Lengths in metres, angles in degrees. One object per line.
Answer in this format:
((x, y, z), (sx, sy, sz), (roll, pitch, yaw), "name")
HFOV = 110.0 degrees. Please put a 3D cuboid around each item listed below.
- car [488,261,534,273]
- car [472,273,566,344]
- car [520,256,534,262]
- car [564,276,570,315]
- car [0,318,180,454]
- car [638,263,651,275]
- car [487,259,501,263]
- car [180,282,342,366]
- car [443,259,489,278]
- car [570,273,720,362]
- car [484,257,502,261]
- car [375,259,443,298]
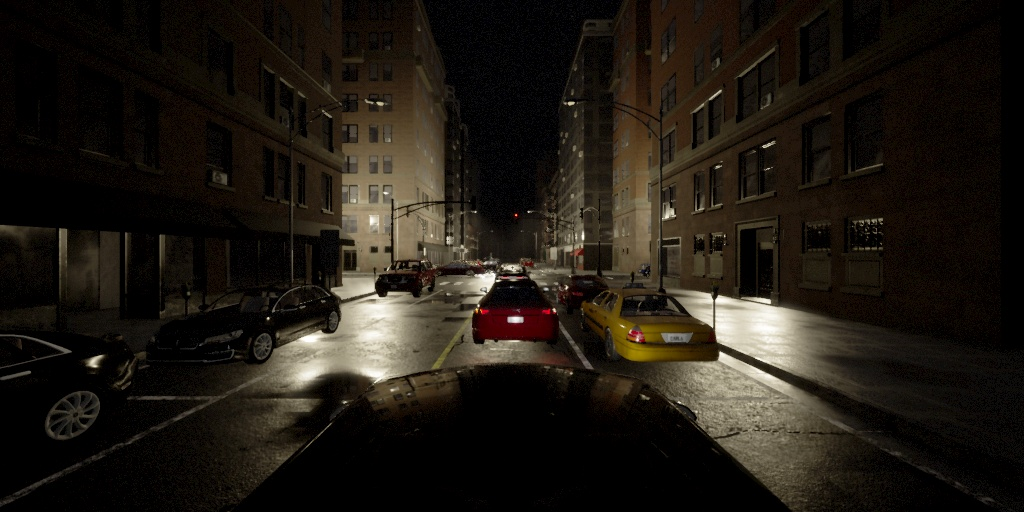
((0.035, 1.239, 19.440), (2.128, 1.511, 4.902), (0, 0, 0), "car")
((0.082, 1.313, 9.571), (1.994, 1.385, 4.181), (0, 0, 0), "car")
((2.757, 1.176, 61.541), (1.967, 1.591, 4.097), (0, 0, 0), "car")
((2.659, 1.330, 13.301), (1.802, 1.307, 4.207), (0, 0, 0), "car")
((-5.388, 1.300, 2.501), (2.007, 1.370, 4.403), (0, 0, 0), "car")
((14.678, 1.038, 33.290), (5.566, 2.045, 2.150), (0, 0, 0), "car")
((-2.762, 1.344, 45.347), (1.895, 1.301, 4.718), (0, 0, 0), "car")
((-5.377, 1.300, 7.914), (2.007, 1.370, 4.403), (0, 0, 0), "car")
((-5.147, 1.279, 33.303), (5.357, 1.411, 2.033), (0, 0, 0), "car")
((2.648, 1.275, 8.059), (1.751, 1.417, 4.829), (0, 0, 0), "car")
((-2.734, 1.231, 54.916), (2.128, 1.511, 4.902), (0, 0, 0), "car")
((-5.355, 1.062, 18.739), (2.192, 1.841, 5.009), (0, 0, 0), "car")
